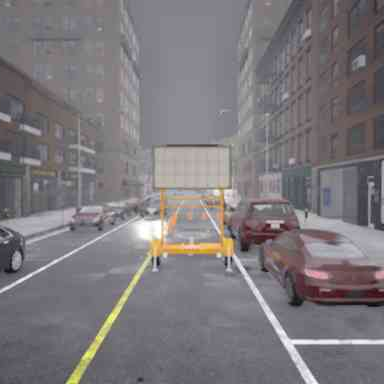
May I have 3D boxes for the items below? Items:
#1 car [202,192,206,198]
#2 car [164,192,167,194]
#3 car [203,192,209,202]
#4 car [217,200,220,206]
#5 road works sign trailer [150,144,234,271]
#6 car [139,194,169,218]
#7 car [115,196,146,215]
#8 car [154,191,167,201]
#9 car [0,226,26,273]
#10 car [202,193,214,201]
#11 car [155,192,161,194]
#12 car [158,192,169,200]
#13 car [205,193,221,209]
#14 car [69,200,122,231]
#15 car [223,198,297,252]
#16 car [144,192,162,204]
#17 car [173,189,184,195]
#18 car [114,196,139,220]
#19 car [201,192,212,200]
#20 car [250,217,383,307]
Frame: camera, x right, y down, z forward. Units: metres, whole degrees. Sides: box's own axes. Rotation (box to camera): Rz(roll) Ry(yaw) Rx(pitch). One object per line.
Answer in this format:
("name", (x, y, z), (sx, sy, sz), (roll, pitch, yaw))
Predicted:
("car", (2.653, 0.889, 46.232), (1.752, 1.417, 4.829), (0, 1, 0))
("car", (-5.370, 0.821, 51.410), (1.752, 1.417, 4.829), (0, 1, 0))
("car", (2.651, 1.021, 40.545), (1.802, 1.307, 4.206), (0, 1, 0))
("car", (2.639, 1.265, 18.642), (1.752, 1.417, 4.829), (0, 1, 0))
("road works sign trailer", (0.003, 0.319, 10.310), (2.380, 3.560, 2.880), (0, 1, 0))
("car", (-2.841, 1.131, 25.903), (2.128, 1.511, 4.902), (0, 1, 0))
("car", (-5.378, 1.134, 29.508), (1.887, 1.381, 4.507), (0, 1, 0))
("car", (-5.368, 0.661, 57.097), (1.967, 1.590, 4.097), (0, 1, 0))
("car", (-5.386, 1.446, 7.434), (2.008, 1.369, 4.403), (0, 1, 0))
("car", (2.657, 0.803, 57.098), (1.802, 1.307, 4.206), (0, 1, 0))
("car", (-5.374, 0.990, 40.544), (2.008, 1.369, 4.403), (0, 1, 0))
("car", (-5.366, 0.731, 62.618), (1.802, 1.307, 4.206), (0, 1, 0))
("car", (2.649, 1.096, 35.028), (1.802, 1.307, 4.206), (0, 1, 0))
("car", (-5.382, 1.324, 18.471), (1.802, 1.307, 4.206), (0, 1, 0))
("car", (2.641, 1.134, 12.953), (2.192, 1.841, 5.009), (0, 1, 0))
("car", (-5.372, 0.806, 46.061), (1.967, 1.590, 4.097), (0, 1, 0))
("car", (-2.727, 0.211, 66.686), (1.837, 1.490, 4.892), (0, 1, 0))
("car", (-5.380, 1.217, 23.990), (2.008, 1.369, 4.403), (0, 1, 0))
("car", (2.659, 0.715, 62.616), (1.947, 1.339, 4.313), (0, 1, 0))
("car", (2.639, 1.477, 7.439), (1.802, 1.307, 4.206), (0, 1, 0))
